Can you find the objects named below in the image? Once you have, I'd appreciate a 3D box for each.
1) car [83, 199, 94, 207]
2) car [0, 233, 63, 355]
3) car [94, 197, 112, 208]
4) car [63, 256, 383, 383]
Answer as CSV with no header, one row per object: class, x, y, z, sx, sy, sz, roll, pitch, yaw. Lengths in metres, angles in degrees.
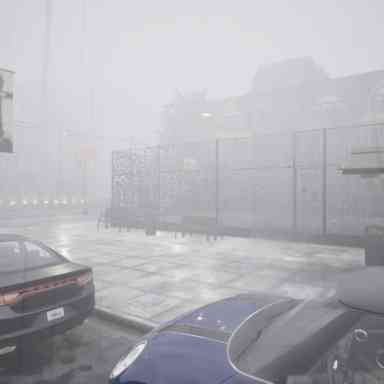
car,-13.931,1.547,50.911,2.033,1.411,5.357,0,0,35
car,-3.844,1.480,5.864,5.008,1.535,2.097,0,0,35
car,-11.501,1.564,48.275,1.994,1.385,4.181,0,0,35
car,1.474,1.354,2.256,4.553,1.767,2.185,0,0,35
